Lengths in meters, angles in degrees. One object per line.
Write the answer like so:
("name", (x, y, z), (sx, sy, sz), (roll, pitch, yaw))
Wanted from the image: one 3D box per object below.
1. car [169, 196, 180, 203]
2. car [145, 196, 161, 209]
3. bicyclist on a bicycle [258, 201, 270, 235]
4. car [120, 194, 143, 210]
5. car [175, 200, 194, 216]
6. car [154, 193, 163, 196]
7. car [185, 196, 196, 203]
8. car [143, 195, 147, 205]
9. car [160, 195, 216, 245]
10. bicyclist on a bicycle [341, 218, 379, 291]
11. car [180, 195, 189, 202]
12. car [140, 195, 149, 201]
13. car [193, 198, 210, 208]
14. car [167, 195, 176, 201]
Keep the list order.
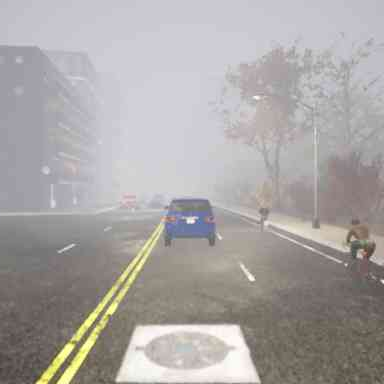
("car", (-3.955, 1.581, 72.639), (2.128, 1.511, 4.902), (0, 0, -6))
("car", (-4.921, 1.612, 45.107), (1.994, 1.385, 4.181), (0, 0, -4))
("bicyclist on a bicycle", (3.859, 1.388, 17.976), (0.659, 1.776, 1.843), (0, 0, -2))
("car", (-8.078, 1.269, 43.643), (2.150, 2.045, 5.566), (0, 0, -4))
("car", (-0.833, 1.562, 34.185), (1.812, 1.442, 4.674), (0, 0, -3))
("car", (-6.280, 1.280, 62.987), (2.150, 2.045, 5.566), (0, 0, -5))
("car", (-0.365, 1.531, 69.583), (1.882, 1.535, 5.008), (0, 0, -6))
("car", (-9.271, 1.552, 59.665), (2.128, 1.511, 4.902), (0, 0, -5))
("car", (-0.123, 1.239, 15.697), (2.150, 2.045, 5.566), (0, 0, -1))
("bicyclist on a bicycle", (4.063, 1.460, 8.097), (0.582, 1.620, 1.656), (0, 0, -1))
("car", (-1.872, 1.582, 83.008), (1.812, 1.442, 4.674), (0, 0, -7))
("car", (-10.876, 1.328, 76.108), (1.812, 1.442, 4.674), (0, 0, -6))
("car", (1.405, 1.593, 50.512), (2.033, 1.411, 5.357), (0, 0, -4))
("car", (-5.112, 1.476, 82.740), (1.837, 1.490, 4.892), (0, 0, -7))
